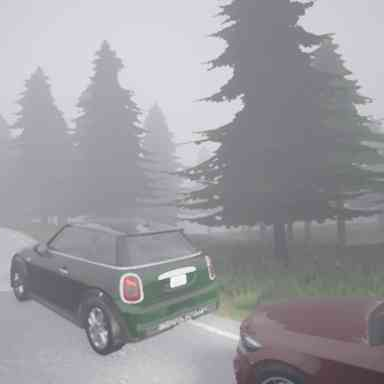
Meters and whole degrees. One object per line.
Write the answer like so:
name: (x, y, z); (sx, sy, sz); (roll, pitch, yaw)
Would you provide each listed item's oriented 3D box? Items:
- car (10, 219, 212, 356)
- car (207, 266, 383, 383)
car: (-1.723, 1.295, 6.349); (4.553, 1.767, 2.097); (1, 1, 44)
car: (2.591, 1.528, 2.711); (4.674, 1.442, 1.812); (1, 0, 36)
